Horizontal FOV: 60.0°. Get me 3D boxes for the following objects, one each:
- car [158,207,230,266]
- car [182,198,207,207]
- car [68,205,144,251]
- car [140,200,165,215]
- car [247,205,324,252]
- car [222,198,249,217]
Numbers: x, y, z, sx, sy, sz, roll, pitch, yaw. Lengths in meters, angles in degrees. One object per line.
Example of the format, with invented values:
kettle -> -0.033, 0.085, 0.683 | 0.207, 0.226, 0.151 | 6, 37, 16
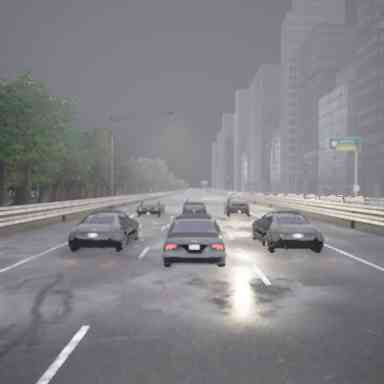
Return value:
car -> 0.091, 1.437, 11.028 | 2.033, 1.411, 5.357 | 0, 1, 1
car -> 0.213, 1.224, 28.152 | 2.128, 1.511, 4.902 | 0, 1, 1
car -> -3.372, 1.431, 13.422 | 1.994, 1.385, 4.181 | 0, 1, 1
car -> -3.296, 1.338, 27.573 | 1.895, 1.301, 4.718 | 0, 1, 1
car -> 3.626, 1.433, 13.262 | 1.994, 1.385, 4.181 | 0, 1, 1
car -> 3.713, 1.238, 28.168 | 1.837, 1.490, 4.892 | 0, 1, 1
